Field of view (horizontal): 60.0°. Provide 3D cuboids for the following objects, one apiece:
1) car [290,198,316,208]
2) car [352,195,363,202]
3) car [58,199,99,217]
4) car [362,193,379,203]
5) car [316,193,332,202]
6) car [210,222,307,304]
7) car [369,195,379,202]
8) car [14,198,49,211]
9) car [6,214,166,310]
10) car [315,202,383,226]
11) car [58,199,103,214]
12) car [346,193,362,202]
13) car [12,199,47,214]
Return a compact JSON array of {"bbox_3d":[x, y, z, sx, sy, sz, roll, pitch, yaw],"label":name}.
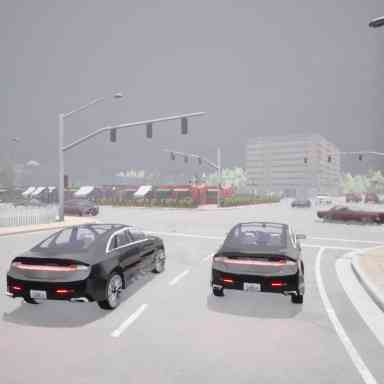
[{"bbox_3d":[15.581,1.547,47.301,2.033,1.411,5.357,0,0,32],"label":"car"},{"bbox_3d":[39.554,1.540,79.492,2.033,1.411,5.357,0,0,32],"label":"car"},{"bbox_3d":[-11.065,1.619,32.404,4.181,1.385,1.994,0,0,32],"label":"car"},{"bbox_3d":[36.783,1.225,68.284,2.150,2.045,5.566,0,0,32],"label":"car"},{"bbox_3d":[24.252,1.221,61.319,2.150,2.045,5.566,0,0,32],"label":"car"},{"bbox_3d":[1.764,1.492,8.294,2.128,1.511,4.902,0,0,16],"label":"car"},{"bbox_3d":[42.319,1.524,77.306,1.812,1.442,4.674,0,0,32],"label":"car"},{"bbox_3d":[-20.445,1.581,42.404,4.674,1.442,1.812,0,0,32],"label":"car"},{"bbox_3d":[-2.053,1.492,7.909,2.128,1.511,4.902,0,0,12],"label":"car"},{"bbox_3d":[11.468,1.633,23.820,1.895,1.301,4.718,0,0,-34],"label":"car"},{"bbox_3d":[-12.635,1.547,37.527,4.902,1.511,2.128,0,0,32],"label":"car"},{"bbox_3d":[33.993,1.225,70.429,2.150,2.045,5.566,0,0,32],"label":"car"},{"bbox_3d":[-18.187,1.619,36.866,4.181,1.385,1.994,0,0,32],"label":"car"}]
